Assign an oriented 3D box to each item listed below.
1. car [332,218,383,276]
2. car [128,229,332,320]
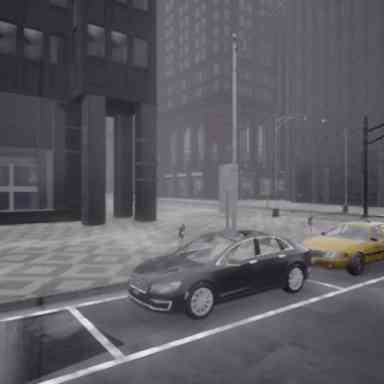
[{"bbox_3d":[5.140,1.511,10.314,4.829,1.417,1.752,0,0,-36],"label":"car"},{"bbox_3d":[0.790,1.544,7.211,4.403,1.369,2.008,0,0,-36],"label":"car"}]
